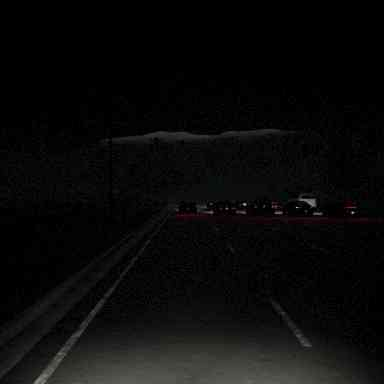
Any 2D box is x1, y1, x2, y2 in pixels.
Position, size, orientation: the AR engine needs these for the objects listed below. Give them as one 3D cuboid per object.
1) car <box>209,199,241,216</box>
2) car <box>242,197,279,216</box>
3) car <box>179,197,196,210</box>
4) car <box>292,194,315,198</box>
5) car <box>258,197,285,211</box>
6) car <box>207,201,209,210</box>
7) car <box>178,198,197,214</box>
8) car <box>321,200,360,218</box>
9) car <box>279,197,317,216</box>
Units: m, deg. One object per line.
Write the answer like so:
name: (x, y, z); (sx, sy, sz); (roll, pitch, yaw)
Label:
car: (3.108, 1.547, 32.583); (2.033, 1.411, 5.357); (0, 0, -1)
car: (6.602, 1.352, 32.670); (2.097, 1.767, 4.553); (0, 0, -1)
car: (-0.592, 1.491, 44.980); (2.128, 1.511, 4.902); (0, 0, -1)
car: (13.477, 1.221, 41.133); (2.150, 2.045, 5.566); (0, 0, -1)
car: (9.955, 1.491, 42.179); (2.128, 1.511, 4.902); (0, 0, -1)
car: (2.935, 1.601, 43.264); (1.895, 1.301, 4.718); (0, 0, -1)
car: (-0.441, 1.492, 35.567); (2.128, 1.511, 4.902); (0, 0, -1)
car: (13.636, 1.505, 30.719); (1.837, 1.490, 4.892); (0, 0, -1)
car: (10.115, 1.526, 31.936); (1.812, 1.442, 4.674); (0, 0, -1)
